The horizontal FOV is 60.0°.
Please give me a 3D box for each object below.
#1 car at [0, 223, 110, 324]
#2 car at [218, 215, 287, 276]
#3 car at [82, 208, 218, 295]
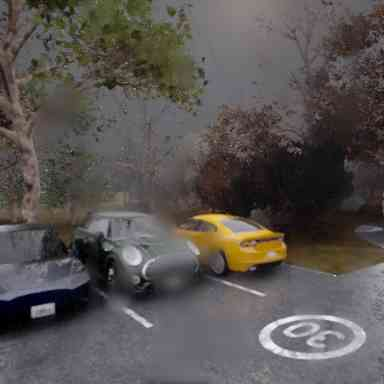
[{"bbox_3d":[-3.792,1.505,7.319,2.163,1.488,4.792,0,0,-35],"label":"car"},{"bbox_3d":[0.604,1.450,10.484,2.097,1.535,5.008,0,0,-35],"label":"car"},{"bbox_3d":[-1.674,1.338,8.904,2.185,1.767,4.553,0,0,-35],"label":"car"}]
